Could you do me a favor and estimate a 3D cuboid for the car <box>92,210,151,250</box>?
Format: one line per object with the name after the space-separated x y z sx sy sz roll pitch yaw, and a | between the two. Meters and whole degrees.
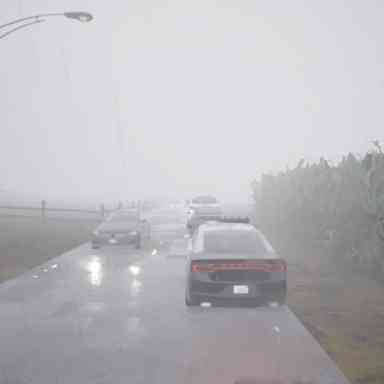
-2.868 1.513 14.354 1.812 1.442 4.674 0 0 0 | car

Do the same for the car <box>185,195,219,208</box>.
0.794 1.195 24.050 2.150 2.045 5.566 0 0 0 | car

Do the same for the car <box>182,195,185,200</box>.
-0.014 1.415 46.376 1.882 1.535 5.008 0 0 1 | car

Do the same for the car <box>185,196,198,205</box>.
-0.070 1.446 59.821 2.128 1.511 4.902 0 0 0 | car

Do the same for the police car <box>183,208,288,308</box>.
0.814 1.419 8.131 1.930 1.638 5.238 0 0 0 | police car

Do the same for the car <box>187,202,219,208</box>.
0.803 1.488 18.021 1.837 1.490 4.892 0 0 0 | car

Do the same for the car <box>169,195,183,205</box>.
-2.897 1.512 57.172 1.994 1.385 4.181 0 0 0 | car
